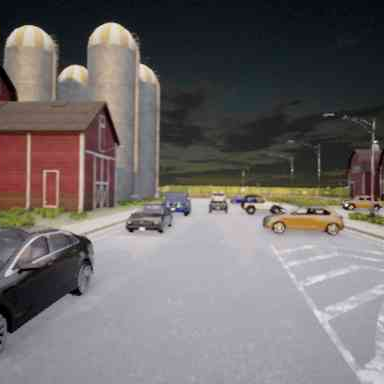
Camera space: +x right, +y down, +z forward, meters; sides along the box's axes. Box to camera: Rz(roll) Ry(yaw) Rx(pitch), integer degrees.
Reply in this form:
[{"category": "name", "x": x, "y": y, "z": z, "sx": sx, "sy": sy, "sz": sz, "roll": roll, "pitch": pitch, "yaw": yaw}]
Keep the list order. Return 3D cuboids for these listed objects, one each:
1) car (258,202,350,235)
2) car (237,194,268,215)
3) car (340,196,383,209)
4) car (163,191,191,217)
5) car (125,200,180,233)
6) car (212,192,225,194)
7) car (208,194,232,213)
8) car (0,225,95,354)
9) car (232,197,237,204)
[{"category": "car", "x": 5.960, "y": 1.477, "z": 18.154, "sx": 4.193, "sy": 1.474, "sz": 1.816, "roll": 1, "pitch": 0, "yaw": 5}, {"category": "car", "x": 6.565, "y": 1.201, "z": 31.633, "sx": 3.866, "sy": 1.878, "sz": 1.905, "roll": 1, "pitch": 0, "yaw": 5}, {"category": "car", "x": 20.649, "y": 1.370, "z": 40.639, "sx": 4.605, "sy": 1.855, "sz": 1.932, "roll": 1, "pitch": 0, "yaw": 5}, {"category": "car", "x": -1.279, "y": 0.991, "z": 29.519, "sx": 2.150, "sy": 2.045, "sz": 5.566, "roll": 1, "pitch": 1, "yaw": 5}, {"category": "car", "x": -2.191, "y": 1.379, "z": 18.672, "sx": 2.033, "sy": 1.411, "sz": 5.357, "roll": 1, "pitch": 0, "yaw": 5}, {"category": "car", "x": 3.672, "y": 0.963, "z": 46.086, "sx": 2.150, "sy": 2.045, "sz": 5.566, "roll": 1, "pitch": 1, "yaw": 5}, {"category": "car", "x": 2.707, "y": 1.299, "z": 33.919, "sx": 2.128, "sy": 1.511, "sz": 4.902, "roll": 1, "pitch": 0, "yaw": 5}, {"category": "car", "x": -3.247, "y": 1.396, "z": 5.655, "sx": 2.128, "sy": 1.511, "sz": 4.902, "roll": 1, "pitch": 0, "yaw": 5}, {"category": "car", "x": 8.657, "y": 1.234, "z": 55.749, "sx": 4.611, "sy": 1.667, "sz": 2.242, "roll": 1, "pitch": 0, "yaw": 5}]
